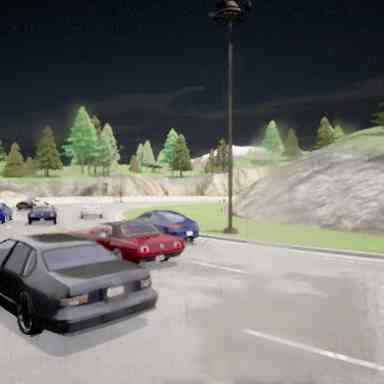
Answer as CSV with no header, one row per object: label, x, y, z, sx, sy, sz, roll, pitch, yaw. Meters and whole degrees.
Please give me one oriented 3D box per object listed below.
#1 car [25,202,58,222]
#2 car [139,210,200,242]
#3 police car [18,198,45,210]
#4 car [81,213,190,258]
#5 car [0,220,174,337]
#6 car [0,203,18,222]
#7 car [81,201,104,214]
car,-11.195,1.646,25.187,1.895,1.301,4.718,0,0,-21
car,-1.590,1.558,15.561,1.812,1.442,4.674,0,0,-41
police car,-20.857,1.579,43.872,2.038,1.542,4.974,0,-1,5
car,-2.461,1.623,11.238,1.895,1.301,4.718,0,0,-44
car,-2.997,1.560,6.773,5.357,1.411,2.033,0,0,43
car,-14.745,1.520,25.021,1.882,1.535,5.008,0,0,-20
car,-9.270,1.585,30.963,1.812,1.442,4.674,0,0,-14
